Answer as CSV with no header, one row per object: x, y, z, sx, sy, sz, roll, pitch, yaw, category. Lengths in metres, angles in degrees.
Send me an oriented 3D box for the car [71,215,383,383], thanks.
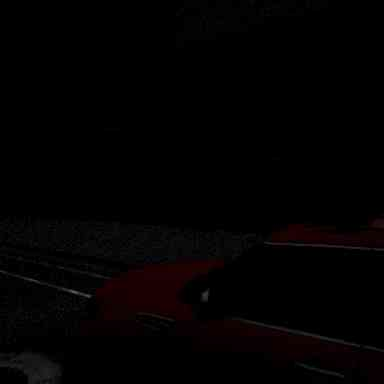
1.412,1.220,2.679,5.566,2.045,2.150,0,0,35,car
